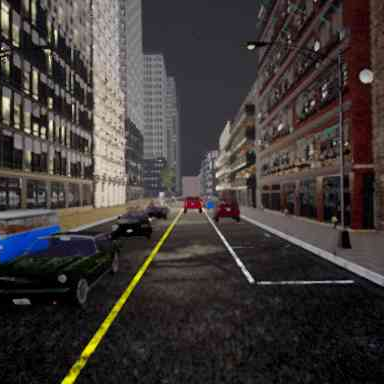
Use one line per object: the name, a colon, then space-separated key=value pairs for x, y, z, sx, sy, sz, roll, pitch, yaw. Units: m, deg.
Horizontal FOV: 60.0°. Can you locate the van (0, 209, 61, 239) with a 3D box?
van: x=-5.680 y=1.490 z=10.714 sx=1.690 sy=1.788 sz=3.998 roll=-1 pitch=0 yaw=0

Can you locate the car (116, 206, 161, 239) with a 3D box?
car: x=-3.059 y=1.717 z=18.224 sx=1.994 sy=1.385 sz=4.181 roll=-1 pitch=0 yaw=0

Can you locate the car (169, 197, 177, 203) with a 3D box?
car: x=-5.439 y=2.133 z=93.975 sx=1.967 sy=1.590 sz=4.097 roll=-1 pitch=0 yaw=0

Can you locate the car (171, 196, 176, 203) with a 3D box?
car: x=-5.485 y=2.130 z=77.322 sx=2.008 sy=1.369 sz=4.403 roll=-1 pitch=0 yaw=0

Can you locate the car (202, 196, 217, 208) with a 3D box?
car: x=2.826 y=1.607 z=55.098 sx=2.192 sy=1.841 sz=5.009 roll=-1 pitch=0 yaw=0

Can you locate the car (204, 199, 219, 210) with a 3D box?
car: x=2.815 y=1.806 z=49.546 sx=2.008 sy=1.369 sz=4.403 roll=-1 pitch=0 yaw=0

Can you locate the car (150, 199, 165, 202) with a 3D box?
car: x=-5.567 y=1.834 z=49.569 sx=1.967 sy=1.590 sz=4.097 roll=-1 pitch=0 yaw=0

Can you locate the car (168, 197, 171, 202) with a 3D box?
car: x=-5.532 y=2.018 z=60.670 sx=2.008 sy=1.369 sz=4.403 roll=-1 pitch=0 yaw=0

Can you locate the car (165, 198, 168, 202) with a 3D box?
car: x=-5.550 y=1.954 z=54.949 sx=1.752 sy=1.417 sz=4.829 roll=-1 pitch=0 yaw=0

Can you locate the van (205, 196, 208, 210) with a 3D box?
van: x=2.795 y=1.561 z=43.997 sx=1.690 sy=1.788 sz=3.998 roll=-1 pitch=0 yaw=0

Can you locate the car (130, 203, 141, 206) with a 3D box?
car: x=-5.613 y=1.812 z=32.746 sx=1.752 sy=1.417 sz=4.829 roll=-1 pitch=0 yaw=0

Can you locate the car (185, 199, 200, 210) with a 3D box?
car: x=0.129 y=1.796 z=50.224 sx=2.128 sy=1.511 sz=4.902 roll=-1 pitch=0 yaw=0

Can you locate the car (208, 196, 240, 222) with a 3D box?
car: x=2.747 y=1.429 z=27.345 sx=2.192 sy=1.841 sz=5.009 roll=-1 pitch=0 yaw=0

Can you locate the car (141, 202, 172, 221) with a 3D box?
car: x=-3.009 y=1.824 z=29.585 sx=1.895 sy=1.301 sz=4.718 roll=-1 pitch=0 yaw=0

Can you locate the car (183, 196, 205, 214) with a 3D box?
car: x=0.096 y=1.458 z=39.807 sx=2.150 sy=2.045 sz=5.566 roll=-1 pitch=0 yaw=0

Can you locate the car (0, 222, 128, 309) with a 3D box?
car: x=-3.086 y=1.692 z=8.232 sx=1.895 sy=1.301 sz=4.718 roll=-1 pitch=0 yaw=0
